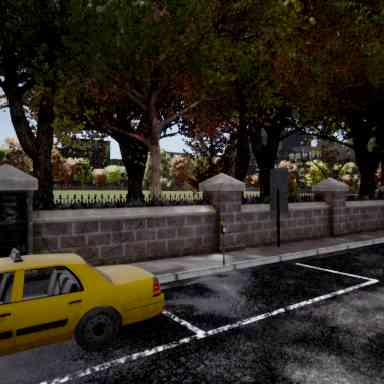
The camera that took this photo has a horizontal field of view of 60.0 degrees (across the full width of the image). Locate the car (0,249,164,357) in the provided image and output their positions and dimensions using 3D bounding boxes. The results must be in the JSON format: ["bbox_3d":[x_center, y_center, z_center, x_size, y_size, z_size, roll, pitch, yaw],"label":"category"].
[{"bbox_3d":[-2.735,1.525,4.609,4.829,1.417,1.752,0,0,-35],"label":"car"}]
